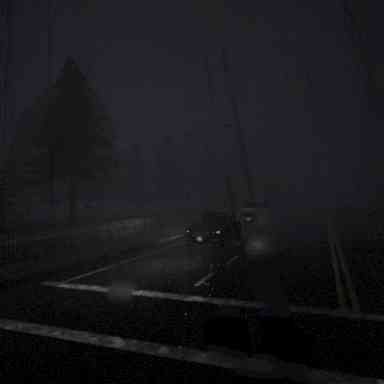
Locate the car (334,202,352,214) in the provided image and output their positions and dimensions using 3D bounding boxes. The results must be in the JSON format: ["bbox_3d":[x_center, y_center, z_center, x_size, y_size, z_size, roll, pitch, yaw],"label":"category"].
[{"bbox_3d":[18.861,1.950,41.488,2.033,1.411,5.357,-1,-1,22],"label":"car"}]

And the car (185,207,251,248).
[{"bbox_3d":[1.213,1.732,16.302,2.128,1.511,4.902,-1,-1,22],"label":"car"}]

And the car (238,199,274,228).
[{"bbox_3d":[4.990,1.561,25.847,2.150,2.045,5.566,-1,-1,22],"label":"car"}]

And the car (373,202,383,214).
[{"bbox_3d":[22.370,1.869,39.098,2.033,1.411,5.357,-1,-1,30],"label":"car"}]
